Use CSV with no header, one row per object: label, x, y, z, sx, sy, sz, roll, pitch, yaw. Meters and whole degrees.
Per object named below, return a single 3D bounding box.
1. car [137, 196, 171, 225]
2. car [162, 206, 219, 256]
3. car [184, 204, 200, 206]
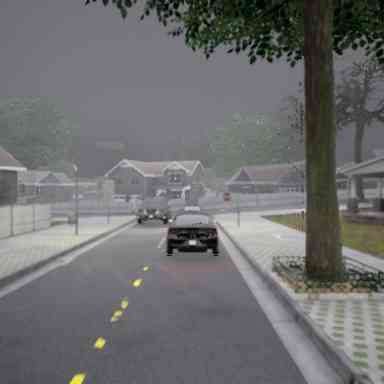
car,-2.795,1.341,25.631,2.150,2.045,5.566,0,-1,1
car,0.047,1.541,13.507,1.882,1.535,5.008,0,0,1
car,0.012,1.640,24.724,1.812,1.442,4.674,0,0,1
